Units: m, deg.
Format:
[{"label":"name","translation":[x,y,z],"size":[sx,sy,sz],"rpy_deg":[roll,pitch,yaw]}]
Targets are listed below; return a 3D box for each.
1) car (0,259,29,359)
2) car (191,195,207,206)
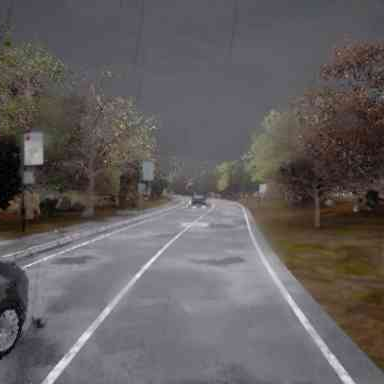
[{"label":"car","translation":[-3.434,1.478,3.108],"size":[1.837,1.490,4.892],"rpy_deg":[0,1,2]},{"label":"car","translation":[1.011,1.099,44.972],"size":[2.033,1.411,5.357],"rpy_deg":[0,1,5]}]
